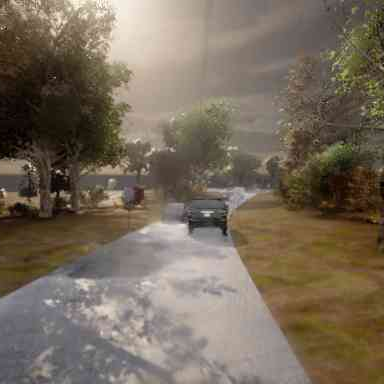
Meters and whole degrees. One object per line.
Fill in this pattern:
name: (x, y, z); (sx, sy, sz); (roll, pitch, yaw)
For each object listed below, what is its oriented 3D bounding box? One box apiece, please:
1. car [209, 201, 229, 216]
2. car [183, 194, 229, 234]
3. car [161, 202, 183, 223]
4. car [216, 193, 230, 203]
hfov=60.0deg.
car: (3.107, 1.810, 37.651); (1.994, 1.385, 4.181); (0, 0, 8)
car: (0.993, 1.300, 19.799); (2.150, 2.045, 5.566); (0, -1, 5)
car: (-1.267, 1.632, 26.952); (1.837, 1.490, 4.892); (0, -1, 6)
car: (6.214, 1.142, 66.459); (1.882, 1.535, 5.008); (1, 3, 15)
